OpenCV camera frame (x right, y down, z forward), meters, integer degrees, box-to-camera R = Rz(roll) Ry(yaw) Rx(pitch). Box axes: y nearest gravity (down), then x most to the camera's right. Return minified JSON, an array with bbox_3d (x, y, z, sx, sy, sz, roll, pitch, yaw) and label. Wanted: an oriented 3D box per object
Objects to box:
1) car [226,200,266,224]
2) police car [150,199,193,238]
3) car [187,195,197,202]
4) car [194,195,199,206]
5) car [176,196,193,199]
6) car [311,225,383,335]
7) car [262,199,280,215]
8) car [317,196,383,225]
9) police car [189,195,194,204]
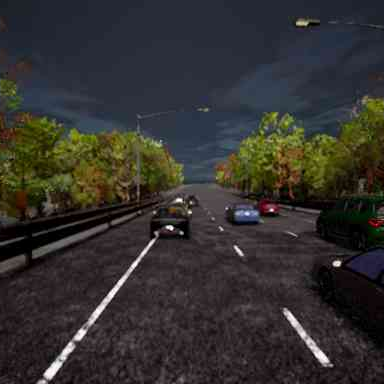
[{"bbox_3d":[3.600,1.480,24.292,2.033,1.411,5.357,0,0,0],"label":"car"},{"bbox_3d":[-1.049,1.376,17.576,1.930,1.638,5.238,0,0,0],"label":"police car"},{"bbox_3d":[0.003,1.338,67.326,1.994,1.385,4.181,0,1,0],"label":"car"},{"bbox_3d":[0.002,1.361,51.729,1.837,1.490,4.892,0,0,0],"label":"car"},{"bbox_3d":[-1.049,1.379,27.658,1.801,1.575,5.366,0,0,0],"label":"car"},{"bbox_3d":[3.599,1.532,5.094,2.033,1.411,5.357,0,0,0],"label":"car"},{"bbox_3d":[7.101,1.436,31.924,1.812,1.442,4.674,0,0,0],"label":"car"},{"bbox_3d":[7.100,1.182,13.744,2.150,2.045,5.566,0,0,0],"label":"car"},{"bbox_3d":[-1.049,1.332,33.581,1.930,1.638,5.238,0,0,0],"label":"police car"}]
